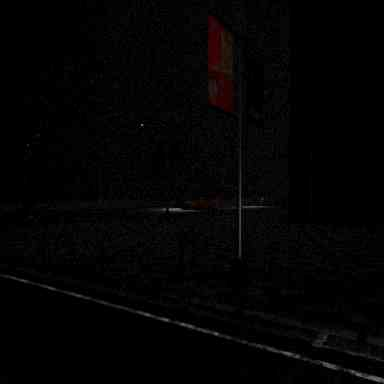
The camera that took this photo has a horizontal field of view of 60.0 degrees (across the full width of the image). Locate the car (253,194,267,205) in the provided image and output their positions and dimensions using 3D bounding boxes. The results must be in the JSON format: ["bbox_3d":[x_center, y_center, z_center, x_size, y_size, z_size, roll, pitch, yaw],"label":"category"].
[{"bbox_3d":[12.230,1.110,55.860,4.553,1.767,2.097,0,0,-42],"label":"car"}]

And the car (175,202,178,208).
[{"bbox_3d":[-0.316,1.489,44.856,4.181,1.385,1.994,0,0,-41],"label":"car"}]

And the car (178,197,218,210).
[{"bbox_3d":[1.142,1.416,41.805,5.008,1.535,1.882,0,0,-41],"label":"car"}]

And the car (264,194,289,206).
[{"bbox_3d":[14.363,1.492,53.410,4.902,1.511,2.128,0,0,-42],"label":"car"}]
